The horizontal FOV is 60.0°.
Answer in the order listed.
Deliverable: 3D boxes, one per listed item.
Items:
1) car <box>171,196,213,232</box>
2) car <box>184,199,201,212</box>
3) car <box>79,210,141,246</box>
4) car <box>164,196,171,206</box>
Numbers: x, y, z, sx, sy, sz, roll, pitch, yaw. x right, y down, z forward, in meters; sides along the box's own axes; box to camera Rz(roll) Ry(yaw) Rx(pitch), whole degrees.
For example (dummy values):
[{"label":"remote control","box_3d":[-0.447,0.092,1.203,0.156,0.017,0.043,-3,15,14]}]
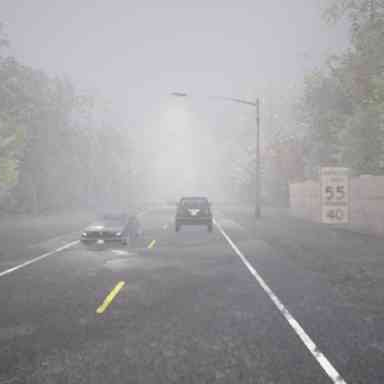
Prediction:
[{"label":"car","box_3d":[0.099,1.253,20.778,2.150,2.045,5.566,0,0,0]},{"label":"car","box_3d":[0.094,1.612,40.602,1.994,1.385,4.181,0,0,0]},{"label":"car","box_3d":[-3.604,1.576,15.768,2.033,1.411,5.357,0,0,0]},{"label":"car","box_3d":[-3.552,1.548,56.702,1.837,1.490,4.892,0,0,0]}]
